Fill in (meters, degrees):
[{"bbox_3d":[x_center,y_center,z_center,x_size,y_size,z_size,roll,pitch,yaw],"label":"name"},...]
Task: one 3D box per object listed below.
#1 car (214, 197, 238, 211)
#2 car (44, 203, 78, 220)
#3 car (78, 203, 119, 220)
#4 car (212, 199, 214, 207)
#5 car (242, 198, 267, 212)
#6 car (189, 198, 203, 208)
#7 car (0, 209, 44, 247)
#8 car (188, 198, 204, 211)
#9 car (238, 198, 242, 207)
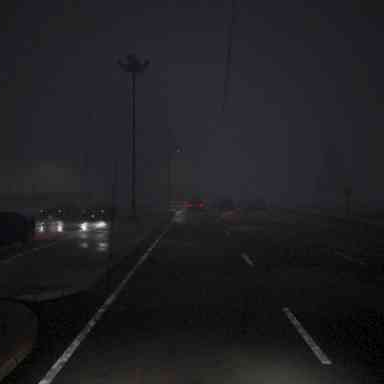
[{"bbox_3d":[3.977,1.499,39.835,1.837,1.490,4.892,0,0,1],"label":"car"},{"bbox_3d":[-11.196,1.597,28.609,1.895,1.301,4.718,0,0,1],"label":"car"},{"bbox_3d":[-7.702,1.597,28.242,1.895,1.301,4.718,0,0,1],"label":"car"},{"bbox_3d":[4.090,1.484,50.162,2.128,1.511,4.902,0,0,1],"label":"car"},{"bbox_3d":[7.463,1.472,39.217,1.882,1.535,5.008,0,0,1],"label":"car"},{"bbox_3d":[0.582,1.556,49.975,1.994,1.385,4.181,0,0,1],"label":"car"},{"bbox_3d":[-7.941,1.475,12.860,1.882,1.535,5.008,0,0,1],"label":"car"},{"bbox_3d":[0.470,1.541,39.626,2.033,1.411,5.357,0,0,1],"label":"car"},{"bbox_3d":[7.578,1.556,49.702,1.994,1.385,4.181,0,0,1],"label":"car"}]
